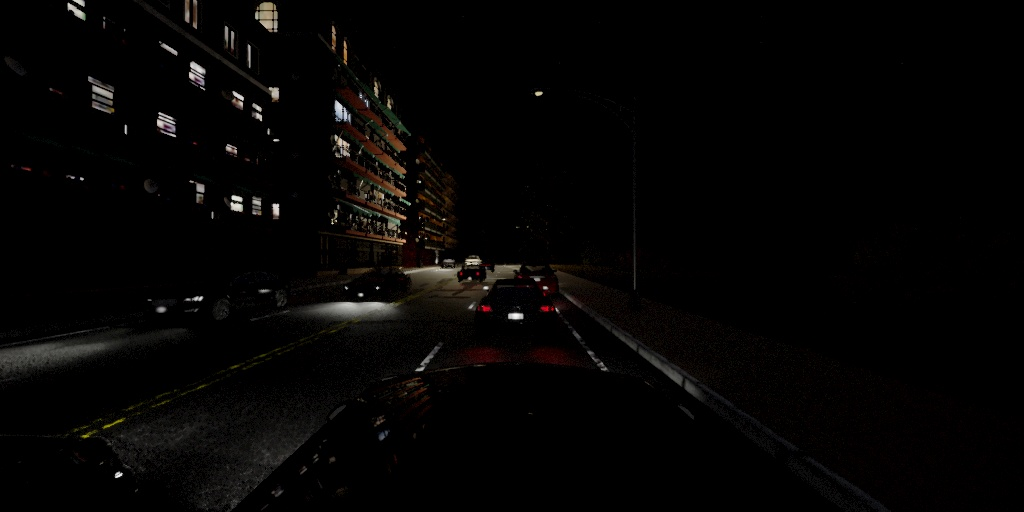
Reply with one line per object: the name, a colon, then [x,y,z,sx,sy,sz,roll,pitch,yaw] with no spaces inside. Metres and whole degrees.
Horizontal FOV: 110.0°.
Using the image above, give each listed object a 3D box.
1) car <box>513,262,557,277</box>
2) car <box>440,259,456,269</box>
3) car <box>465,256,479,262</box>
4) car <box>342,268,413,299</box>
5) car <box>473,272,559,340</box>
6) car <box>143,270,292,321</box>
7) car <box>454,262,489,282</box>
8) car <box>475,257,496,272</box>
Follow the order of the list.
car: [1.150,1.103,18.596,2.097,1.767,4.553,0,0,0]
car: [-9.796,1.242,55.504,2.128,1.511,4.902,0,0,0]
car: [-6.527,0.974,60.412,2.150,2.045,5.566,0,0,0]
car: [-6.589,1.299,18.281,2.033,1.411,5.357,0,0,0]
car: [0.101,1.315,10.017,1.994,1.385,4.181,0,0,0]
car: [-9.842,1.243,12.515,2.128,1.511,4.902,0,0,0]
car: [-3.129,1.353,28.804,1.895,1.301,4.718,0,0,0]
car: [-3.114,1.255,44.781,1.837,1.490,4.892,0,0,0]
